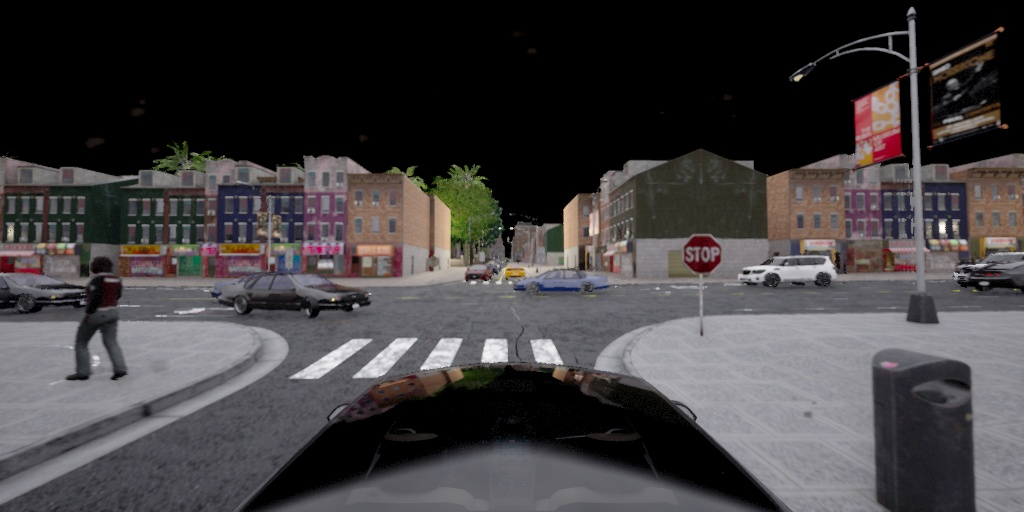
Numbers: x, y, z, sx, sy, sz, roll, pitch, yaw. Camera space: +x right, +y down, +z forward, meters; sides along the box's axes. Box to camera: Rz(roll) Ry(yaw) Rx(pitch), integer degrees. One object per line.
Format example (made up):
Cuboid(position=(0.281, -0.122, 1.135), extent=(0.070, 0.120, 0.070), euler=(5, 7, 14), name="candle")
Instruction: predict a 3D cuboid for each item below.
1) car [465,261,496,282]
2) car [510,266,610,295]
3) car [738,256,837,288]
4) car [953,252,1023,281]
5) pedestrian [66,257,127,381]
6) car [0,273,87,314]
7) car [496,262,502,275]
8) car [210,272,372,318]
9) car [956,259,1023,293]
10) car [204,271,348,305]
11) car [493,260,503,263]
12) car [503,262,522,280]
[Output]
Cuboid(position=(-2.924, 1.477, 32.280), extent=(1.882, 1.535, 5.008), euler=(0, 0, 5), name="car")
Cuboid(position=(2.727, 1.442, 20.324), extent=(5.357, 1.411, 2.033), euler=(-1, -2, -1), name="car")
Cuboid(position=(18.163, 1.027, 23.744), extent=(5.566, 2.045, 2.150), euler=(-1, -2, -1), name="car")
Cuboid(position=(29.026, 0.780, 20.605), extent=(5.566, 2.045, 2.150), euler=(-1, -2, -1), name="car")
Cuboid(position=(-6.139, 0.923, 5.349), extent=(0.375, 1.860, 0.375), euler=(1, -2, 0), name="pedestrian")
Cuboid(position=(-18.650, 1.355, 13.410), extent=(5.357, 1.411, 2.033), euler=(0, -2, -1), name="car")
Cuboid(position=(-2.597, 1.696, 44.537), extent=(1.895, 1.301, 4.718), euler=(0, 0, 0), name="car")
Cuboid(position=(-7.691, 1.303, 12.645), extent=(5.357, 1.411, 2.033), euler=(-1, -2, 17), name="car")
Cuboid(position=(24.900, 1.016, 17.108), extent=(4.892, 1.490, 1.837), euler=(-1, -2, -1), name="car")
Cuboid(position=(-10.796, 1.445, 16.742), extent=(5.357, 1.411, 2.033), euler=(0, -2, -1), name="car")
Cuboid(position=(-2.603, 1.748, 55.787), extent=(1.994, 1.385, 4.181), euler=(0, 0, 0), name="car")
Cuboid(position=(0.317, 1.502, 35.549), extent=(1.882, 1.535, 5.008), euler=(0, 0, -1), name="car")
